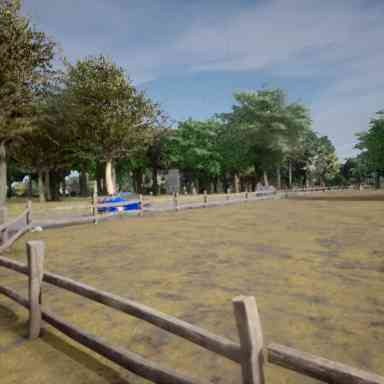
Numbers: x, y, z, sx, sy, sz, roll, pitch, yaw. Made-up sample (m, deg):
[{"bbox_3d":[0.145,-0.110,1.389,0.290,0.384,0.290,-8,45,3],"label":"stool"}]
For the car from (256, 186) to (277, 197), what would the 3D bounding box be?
[{"bbox_3d":[12.245,-0.210,54.796,2.097,1.767,4.553,-3,0,35],"label":"car"}]

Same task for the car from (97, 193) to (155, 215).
[{"bbox_3d":[-4.861,0.819,24.662,1.882,1.535,5.008,-3,0,35],"label":"car"}]
